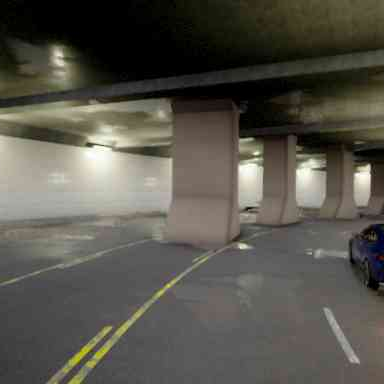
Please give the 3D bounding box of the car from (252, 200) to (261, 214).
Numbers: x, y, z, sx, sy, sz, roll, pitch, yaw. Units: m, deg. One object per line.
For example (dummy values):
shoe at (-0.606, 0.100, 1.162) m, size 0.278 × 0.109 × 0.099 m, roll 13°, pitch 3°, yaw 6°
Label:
car at (7.877, 1.487, 30.408) m, size 4.674 × 1.442 × 1.812 m, roll 0°, pitch 0°, yaw -42°

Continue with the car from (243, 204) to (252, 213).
car at (7.749, 1.487, 35.053) m, size 5.357 × 1.411 × 2.033 m, roll 0°, pitch 0°, yaw -41°

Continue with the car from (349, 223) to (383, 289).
car at (5.373, 1.549, 8.781) m, size 1.812 × 1.442 × 4.674 m, roll 0°, pitch 0°, yaw 18°
